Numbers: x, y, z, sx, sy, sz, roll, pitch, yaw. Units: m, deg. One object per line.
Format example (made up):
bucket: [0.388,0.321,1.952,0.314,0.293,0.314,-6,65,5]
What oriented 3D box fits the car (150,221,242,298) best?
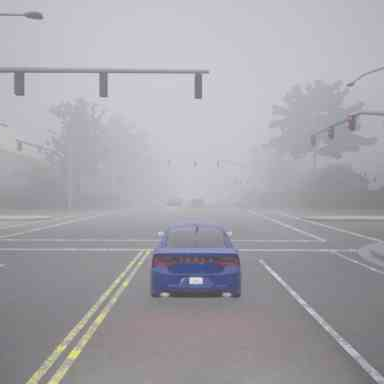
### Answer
car: [0.085,1.478,8.578,1.882,1.535,5.008,0,0,0]

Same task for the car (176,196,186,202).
car: [-2.486,1.552,75.814,1.994,1.385,4.181,0,0,0]

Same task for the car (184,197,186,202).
car: [-2.662,1.600,62.092,1.895,1.301,4.718,0,0,1]

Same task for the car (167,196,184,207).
car: [-2.770,1.563,51.451,1.994,1.385,4.181,0,0,1]

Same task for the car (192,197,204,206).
car: [0.941,1.563,55.506,1.994,1.385,4.181,0,0,1]
